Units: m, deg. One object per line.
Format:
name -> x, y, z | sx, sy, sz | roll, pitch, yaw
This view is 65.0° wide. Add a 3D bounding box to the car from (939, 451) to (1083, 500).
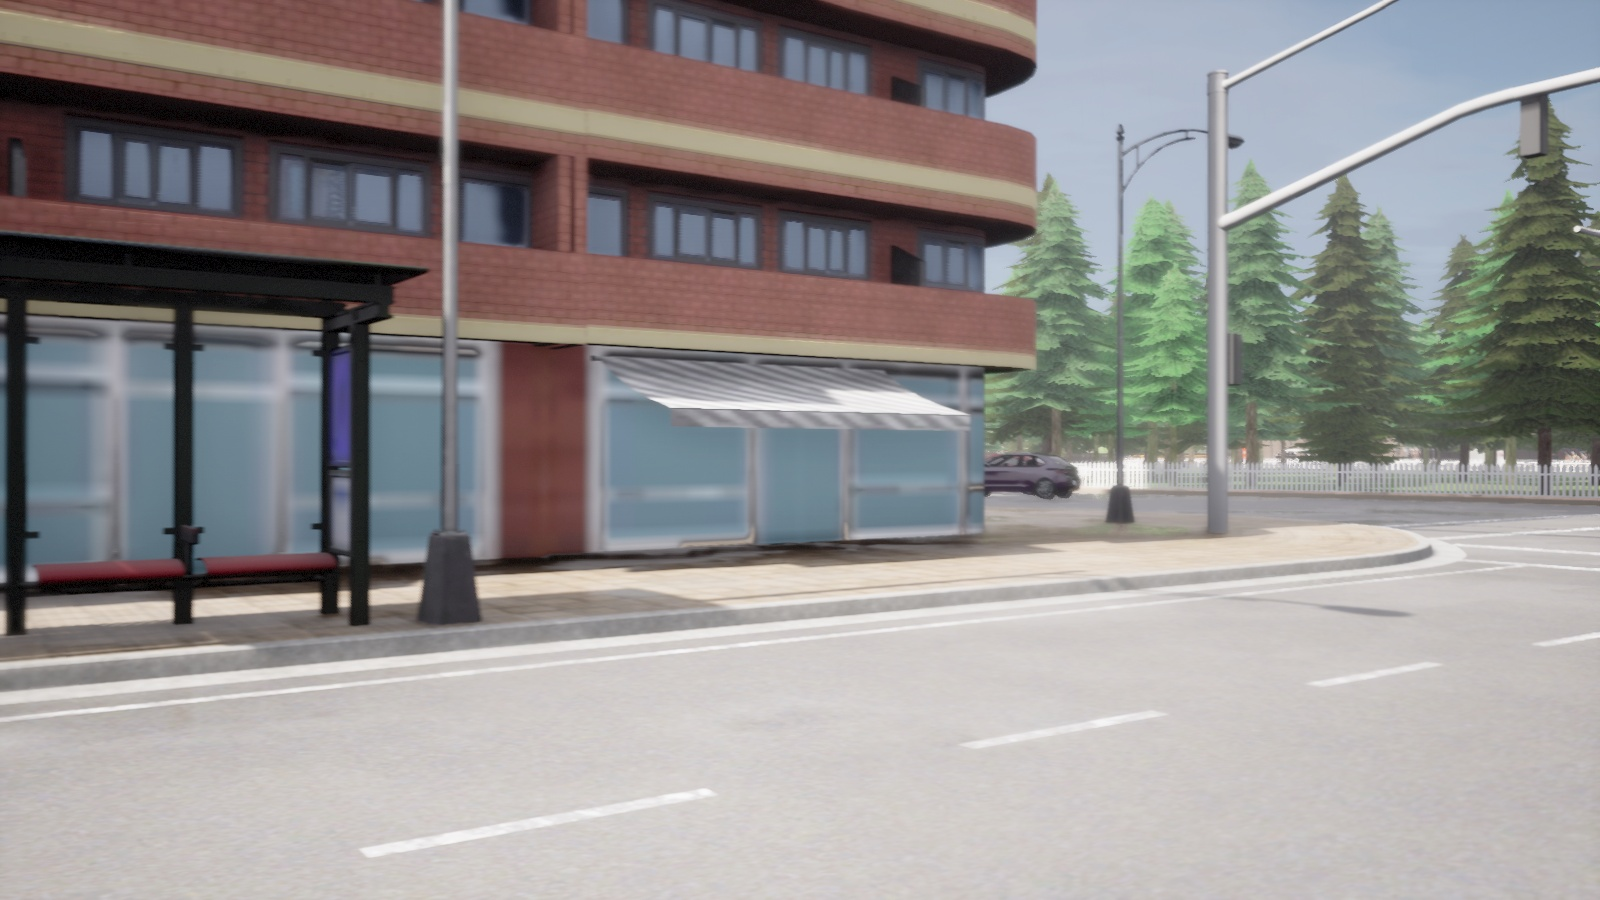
car -> 6.732, 0.787, 40.174 | 4.193, 1.474, 1.816 | 0, 0, 32
